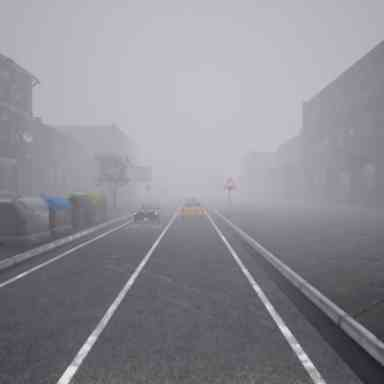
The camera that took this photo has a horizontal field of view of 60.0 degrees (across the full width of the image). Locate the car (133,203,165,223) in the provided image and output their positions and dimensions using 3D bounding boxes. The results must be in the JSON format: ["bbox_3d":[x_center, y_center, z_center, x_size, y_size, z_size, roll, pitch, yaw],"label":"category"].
[{"bbox_3d":[-3.122,1.517,24.651,1.895,1.301,4.718,0,0,0],"label":"car"}]

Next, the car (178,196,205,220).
[{"bbox_3d":[0.068,1.368,26.948,1.801,1.575,5.366,0,0,0],"label":"car"}]

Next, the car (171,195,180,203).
[{"bbox_3d":[-3.085,1.266,65.559,2.128,1.511,4.902,0,0,0],"label":"car"}]

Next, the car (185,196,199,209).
[{"bbox_3d":[0.010,1.375,44.916,1.837,1.490,4.892,0,0,0],"label":"car"}]
